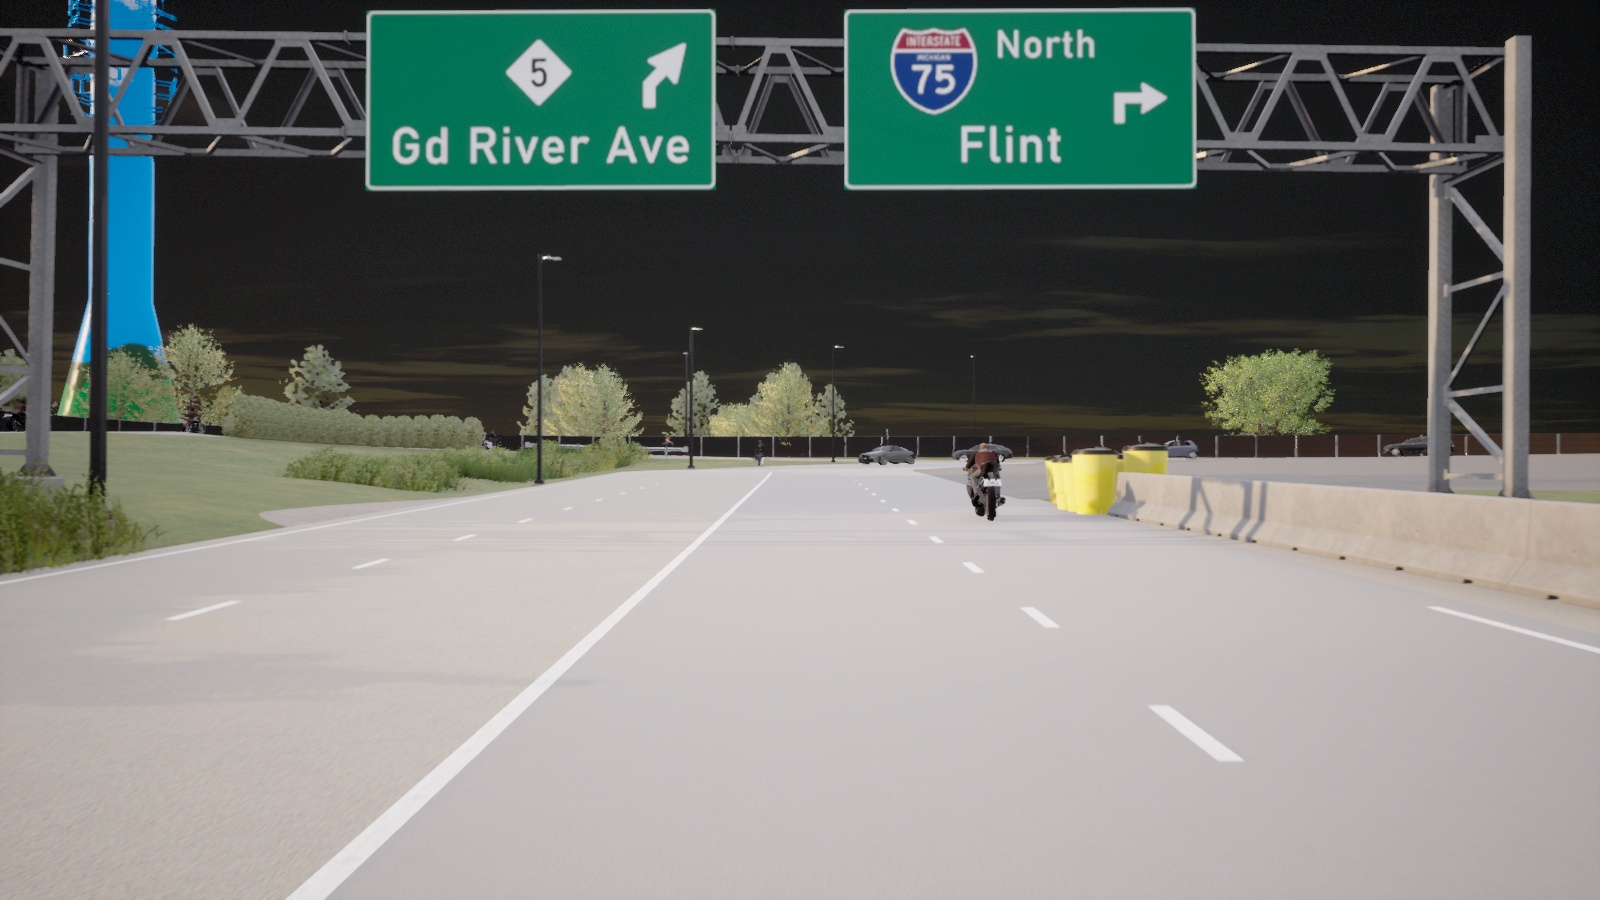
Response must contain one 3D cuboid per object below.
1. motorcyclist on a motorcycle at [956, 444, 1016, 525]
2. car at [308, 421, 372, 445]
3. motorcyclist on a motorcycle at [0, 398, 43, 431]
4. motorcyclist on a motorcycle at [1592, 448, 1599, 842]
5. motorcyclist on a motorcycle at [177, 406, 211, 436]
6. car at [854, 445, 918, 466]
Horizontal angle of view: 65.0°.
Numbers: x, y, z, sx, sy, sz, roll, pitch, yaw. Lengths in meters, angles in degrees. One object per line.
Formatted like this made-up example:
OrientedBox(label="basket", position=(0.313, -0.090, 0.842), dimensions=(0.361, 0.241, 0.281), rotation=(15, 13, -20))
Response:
OrientedBox(label="motorcyclist on a motorcycle", position=(3.659, 0.643, 24.911), dimensions=(0.866, 1.530, 2.191), rotation=(0, 0, 0))
OrientedBox(label="car", position=(-32.103, -1.172, 87.717), dimensions=(1.970, 1.475, 3.806), rotation=(0, -2, 29))
OrientedBox(label="motorcyclist on a motorcycle", position=(-36.386, -1.655, 58.718), dimensions=(0.797, 1.523, 2.044), rotation=(0, 1, -1))
OrientedBox(label="motorcyclist on a motorcycle", position=(3.537, 0.764, 3.830), dimensions=(0.866, 1.530, 2.191), rotation=(0, 0, 0))
OrientedBox(label="motorcyclist on a motorcycle", position=(-35.686, -1.708, 73.984), dimensions=(0.766, 1.649, 2.350), rotation=(0, -2, 2))
OrientedBox(label="car", position=(6.038, 0.391, 88.047), dimensions=(4.181, 1.385, 1.994), rotation=(-1, 1, -38))
